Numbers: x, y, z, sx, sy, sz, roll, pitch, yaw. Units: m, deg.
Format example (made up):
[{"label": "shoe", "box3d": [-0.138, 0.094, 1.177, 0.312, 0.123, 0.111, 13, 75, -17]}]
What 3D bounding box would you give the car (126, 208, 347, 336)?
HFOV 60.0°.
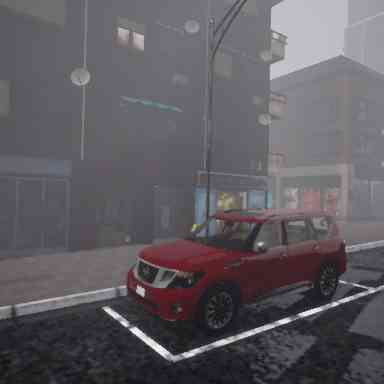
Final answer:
[{"label": "car", "box3d": [1.210, 1.317, 6.927, 5.009, 1.841, 2.192, 0, 2, -35]}]
